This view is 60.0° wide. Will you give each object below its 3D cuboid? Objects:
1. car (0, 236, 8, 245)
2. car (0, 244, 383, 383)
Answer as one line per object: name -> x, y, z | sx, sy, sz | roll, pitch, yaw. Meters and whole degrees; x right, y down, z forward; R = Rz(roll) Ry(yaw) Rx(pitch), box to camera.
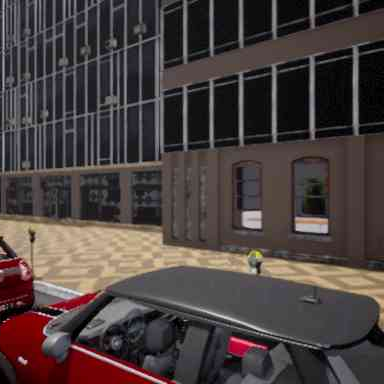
car -> -4.859, 1.432, 6.337 | 4.097, 1.590, 1.967 | 0, 0, 35
car -> -0.223, 1.438, 3.034 | 4.097, 1.590, 1.967 | 0, 0, 35
